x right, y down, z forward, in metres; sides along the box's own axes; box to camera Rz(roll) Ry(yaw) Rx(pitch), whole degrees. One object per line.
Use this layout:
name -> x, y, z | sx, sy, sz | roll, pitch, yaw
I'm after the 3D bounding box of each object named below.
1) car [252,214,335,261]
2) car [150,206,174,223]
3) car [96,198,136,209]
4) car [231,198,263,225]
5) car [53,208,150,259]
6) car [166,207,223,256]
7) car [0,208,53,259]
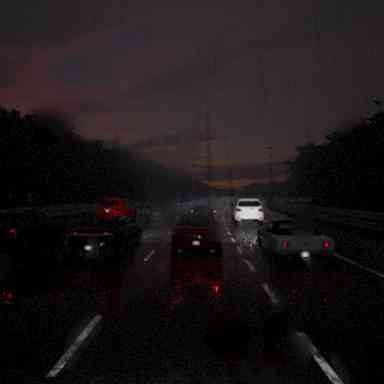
car -> 3.703, 1.731, 12.843 | 1.895, 1.301, 4.718 | 0, -1, 2
car -> -2.534, 1.853, 28.113 | 1.994, 1.385, 4.181 | 0, -1, 5
car -> -6.108, 1.507, 27.391 | 2.150, 2.045, 5.566 | 0, 0, 4
car -> 4.371, 1.497, 26.725 | 2.150, 2.045, 5.566 | 0, 0, 4
car -> -3.281, 1.628, 13.282 | 2.128, 1.511, 4.902 | 0, 0, 2
car -> 0.252, 1.618, 13.925 | 1.882, 1.535, 5.008 | 0, 0, 3
car -> -6.782, 1.487, 13.299 | 2.097, 1.767, 4.553 | 0, -1, 2
